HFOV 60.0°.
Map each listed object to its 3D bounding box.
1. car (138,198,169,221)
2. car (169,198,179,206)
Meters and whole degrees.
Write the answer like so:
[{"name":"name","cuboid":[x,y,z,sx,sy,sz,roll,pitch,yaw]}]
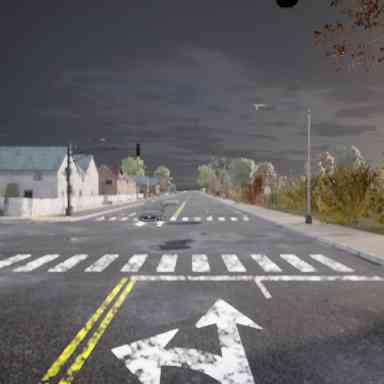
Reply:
[{"name":"car","cuboid":[-3.175,1.547,27.154,1.837,1.490,4.892,0,2,0]},{"name":"car","cuboid":[-3.104,1.555,52.281,1.895,1.301,4.718,0,0,0]}]
